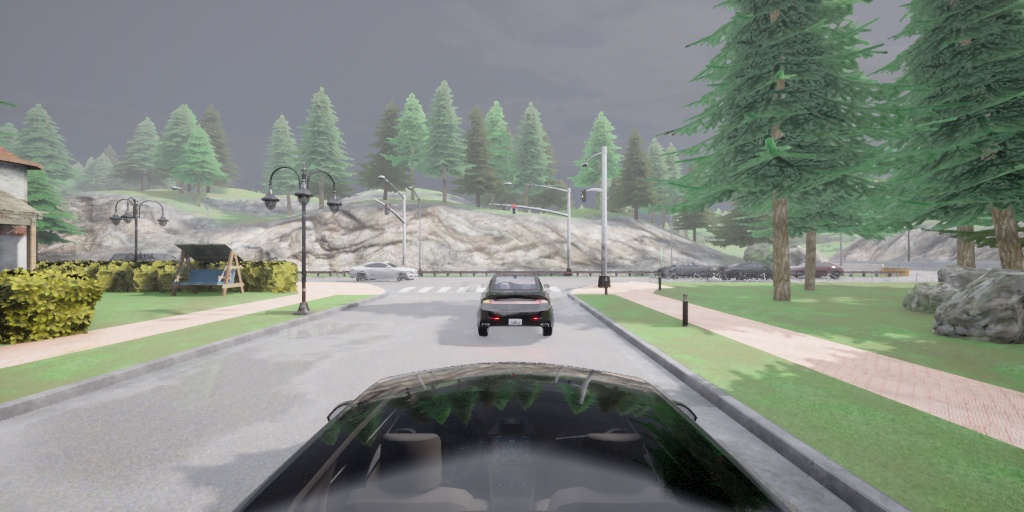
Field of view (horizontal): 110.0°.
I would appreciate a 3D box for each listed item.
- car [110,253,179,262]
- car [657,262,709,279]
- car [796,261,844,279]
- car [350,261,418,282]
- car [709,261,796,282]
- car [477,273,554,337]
[{"bbox_3d":[-25.737,0.809,25.848,5.566,2.045,2.150,0,0,0],"label":"car"},{"bbox_3d":[14.171,1.151,29.465,4.181,1.385,1.994,0,0,0],"label":"car"},{"bbox_3d":[24.473,1.113,29.411,4.674,1.442,1.812,0,0,0],"label":"car"},{"bbox_3d":[-9.200,1.113,25.819,4.674,1.442,1.812,0,0,0],"label":"car"},{"bbox_3d":[17.203,1.113,25.781,4.674,1.442,1.812,0,0,0],"label":"car"},{"bbox_3d":[0.094,1.242,10.333,2.128,1.511,4.902,0,0,1],"label":"car"}]
